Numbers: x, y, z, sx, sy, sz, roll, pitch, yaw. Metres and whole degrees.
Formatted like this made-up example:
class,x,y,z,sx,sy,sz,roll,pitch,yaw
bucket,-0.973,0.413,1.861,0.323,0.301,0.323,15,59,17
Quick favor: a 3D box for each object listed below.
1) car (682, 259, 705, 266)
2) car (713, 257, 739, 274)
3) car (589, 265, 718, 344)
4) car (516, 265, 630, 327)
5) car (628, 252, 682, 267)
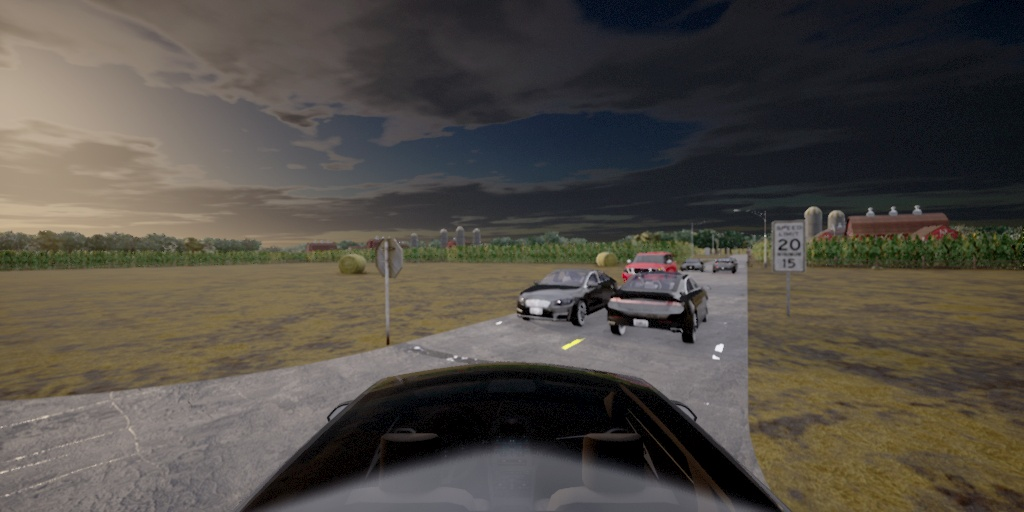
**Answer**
class,x,y,z,sx,sy,sz,roll,pitch,yaw
car,18.746,0.966,37.090,1.994,1.385,4.181,0,0,34
car,21.007,0.900,35.368,2.128,1.511,4.902,0,1,34
car,4.032,1.174,9.553,2.128,1.511,4.902,0,1,33
car,1.955,1.164,11.504,2.128,1.511,4.902,0,1,33
car,8.302,0.794,21.265,2.150,2.045,5.566,0,0,33
